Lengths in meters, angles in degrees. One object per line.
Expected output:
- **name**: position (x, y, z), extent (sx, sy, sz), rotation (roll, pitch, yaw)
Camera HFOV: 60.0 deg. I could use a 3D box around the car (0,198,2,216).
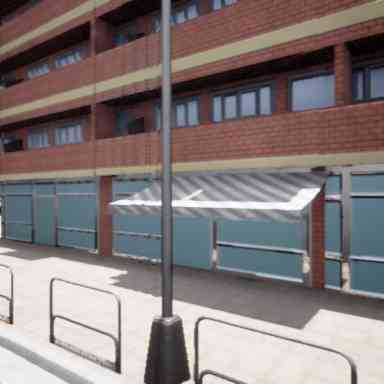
- **car**: position (-18.410, 1.420, 33.808), extent (2.097, 1.767, 4.553), rotation (0, 0, 36)
